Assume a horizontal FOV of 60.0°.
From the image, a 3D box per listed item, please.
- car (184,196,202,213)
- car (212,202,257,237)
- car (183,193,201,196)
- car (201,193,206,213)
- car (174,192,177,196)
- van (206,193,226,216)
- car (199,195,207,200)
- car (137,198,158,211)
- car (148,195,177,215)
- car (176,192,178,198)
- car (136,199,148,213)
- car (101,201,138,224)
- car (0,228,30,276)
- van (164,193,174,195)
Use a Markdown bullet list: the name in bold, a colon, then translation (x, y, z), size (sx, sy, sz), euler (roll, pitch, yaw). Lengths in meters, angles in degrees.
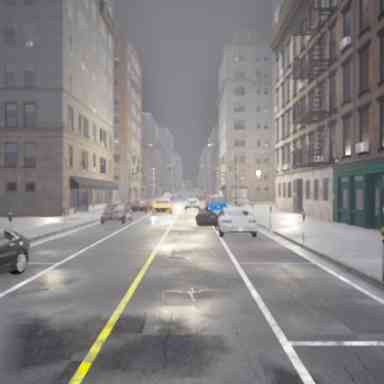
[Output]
- **car**: translation (0.053, 1.509, 41.002), size (1.895, 1.301, 4.718), euler (0, 0, 1)
- **car**: translation (2.229, 1.487, 17.575), size (1.812, 1.442, 4.674), euler (0, 0, 0)
- **car**: translation (0.004, 1.372, 51.160), size (2.128, 1.511, 4.902), euler (0, 0, 0)
- **car**: translation (2.641, 1.223, 40.759), size (2.192, 1.841, 5.009), euler (0, 0, 0)
- **car**: translation (-5.397, 1.367, 83.536), size (1.947, 1.339, 4.313), euler (0, 0, 0)
- **van**: translation (2.641, 1.263, 35.247), size (1.690, 1.788, 3.998), euler (0, 0, 0)
- **car**: translation (2.708, 1.352, 83.537), size (2.008, 1.369, 4.403), euler (0, 0, 0)
- **car**: translation (-5.384, 1.474, 40.760), size (1.947, 1.339, 4.313), euler (0, 0, 0)
- **car**: translation (-2.827, 1.405, 32.842), size (1.882, 1.535, 5.008), euler (0, 0, 0)
- **car**: translation (-5.395, 1.332, 88.942), size (1.887, 1.381, 4.507), euler (0, 0, 0)
- **car**: translation (-5.384, 1.466, 35.249), size (1.887, 1.381, 4.507), euler (0, 0, 0)
- **car**: translation (-5.386, 1.529, 24.227), size (1.802, 1.307, 4.206), euler (0, 0, 0)
- **car**: translation (-5.387, 1.534, 7.694), size (2.008, 1.369, 4.403), euler (0, 0, 0)
- **van**: translation (-5.401, 1.170, 72.723), size (1.690, 1.788, 3.998), euler (0, 0, 0)
